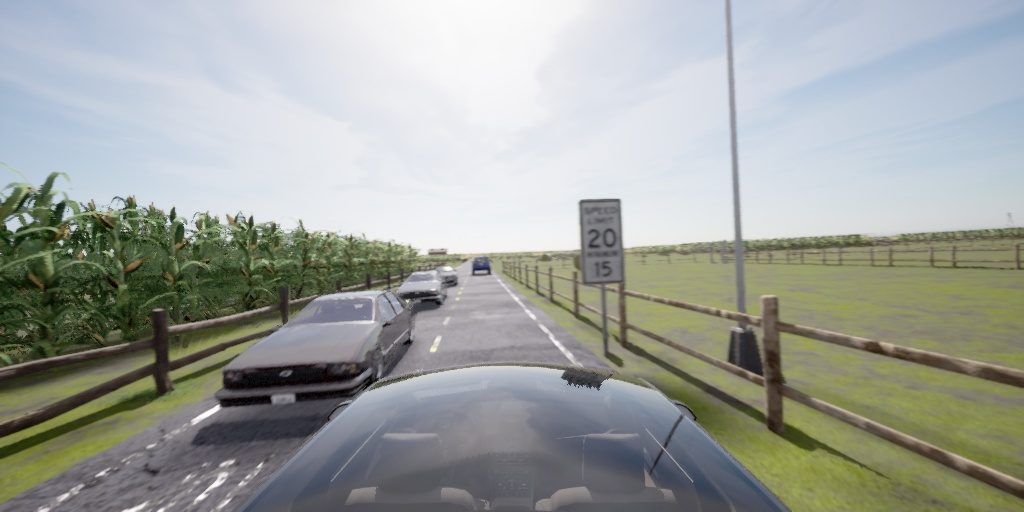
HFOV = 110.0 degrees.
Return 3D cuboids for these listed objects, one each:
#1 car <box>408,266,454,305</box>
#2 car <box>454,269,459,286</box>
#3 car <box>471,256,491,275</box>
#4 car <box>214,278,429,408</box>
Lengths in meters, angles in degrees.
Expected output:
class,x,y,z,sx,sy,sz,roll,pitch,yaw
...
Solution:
class,x,y,z,sx,sy,sz,roll,pitch,yaw
car,-4.139,1.463,17.221,2.033,1.411,5.357,-3,0,-6
car,-5.104,1.508,27.257,1.994,1.385,4.181,-3,0,-6
car,-3.628,1.069,42.363,2.150,2.045,5.566,-3,0,-6
car,-3.166,1.433,7.188,2.033,1.411,5.357,-3,0,-6
